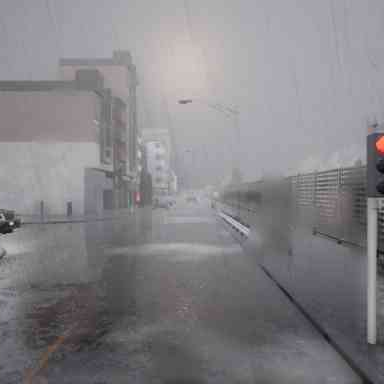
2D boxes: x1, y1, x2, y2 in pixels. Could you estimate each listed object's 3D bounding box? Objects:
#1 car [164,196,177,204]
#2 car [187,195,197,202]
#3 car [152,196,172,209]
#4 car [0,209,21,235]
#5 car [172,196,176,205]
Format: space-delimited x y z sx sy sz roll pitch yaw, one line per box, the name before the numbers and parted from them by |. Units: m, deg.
car | -4.077 1.498 64.826 2.128 1.511 4.902 0 0 0
car | -0.038 1.363 76.614 2.097 1.767 4.553 0 0 0
car | -4.116 1.509 44.344 1.837 1.490 4.892 0 0 0
car | -11.705 1.224 16.903 5.566 2.045 2.150 0 0 7
car | -4.113 1.483 54.578 1.882 1.535 5.008 0 0 0
